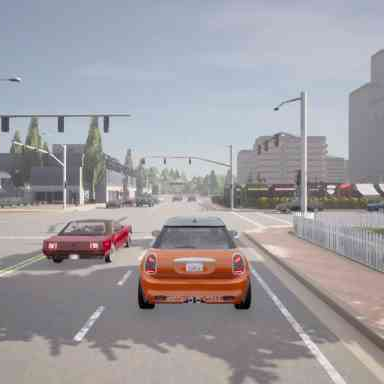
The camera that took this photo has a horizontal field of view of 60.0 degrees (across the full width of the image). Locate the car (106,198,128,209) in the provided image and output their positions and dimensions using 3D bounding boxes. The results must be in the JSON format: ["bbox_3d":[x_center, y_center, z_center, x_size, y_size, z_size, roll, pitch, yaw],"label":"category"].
[{"bbox_3d":[-10.614,1.564,46.251,1.994,1.385,4.181,0,0,0],"label":"car"}]

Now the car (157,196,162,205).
[{"bbox_3d":[-7.093,1.564,60.483,1.994,1.385,4.181,0,0,0],"label":"car"}]

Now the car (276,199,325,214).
[{"bbox_3d":[11.259,1.492,34.676,4.902,1.511,2.128,0,0,-1],"label":"car"}]

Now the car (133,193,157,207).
[{"bbox_3d":[-7.114,1.221,51.077,2.150,2.045,5.566,0,0,1],"label":"car"}]

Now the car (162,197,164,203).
[{"bbox_3d":[-7.025,1.524,70.808,1.812,1.442,4.674,0,0,0],"label":"car"}]

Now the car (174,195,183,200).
[{"bbox_3d":[-3.531,1.425,87.625,1.994,1.385,4.181,0,0,0],"label":"car"}]

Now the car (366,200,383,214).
[{"bbox_3d":[20.903,1.478,34.917,5.008,1.535,1.882,0,0,-2],"label":"car"}]

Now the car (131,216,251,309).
[{"bbox_3d":[0.061,1.352,8.017,2.097,1.767,4.553,0,0,0],"label":"car"}]

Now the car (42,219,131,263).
[{"bbox_3d":[-3.420,1.601,11.912,1.895,1.301,4.718,0,0,0],"label":"car"}]

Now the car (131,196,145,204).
[{"bbox_3d":[-10.569,1.564,64.961,1.994,1.385,4.181,0,0,0],"label":"car"}]

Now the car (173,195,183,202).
[{"bbox_3d":[-3.528,1.513,77.670,1.812,1.442,4.674,0,0,0],"label":"car"}]

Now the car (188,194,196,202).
[{"bbox_3d":[-0.028,1.531,77.353,2.033,1.411,5.357,0,0,0],"label":"car"}]

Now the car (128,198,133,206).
[{"bbox_3d":[-10.605,1.601,55.013,1.895,1.301,4.718,0,0,0],"label":"car"}]

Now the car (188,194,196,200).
[{"bbox_3d":[-0.031,1.398,87.628,2.128,1.511,4.902,0,0,0],"label":"car"}]
